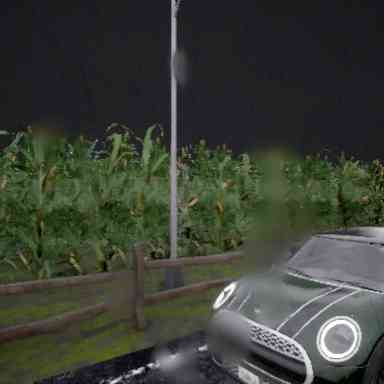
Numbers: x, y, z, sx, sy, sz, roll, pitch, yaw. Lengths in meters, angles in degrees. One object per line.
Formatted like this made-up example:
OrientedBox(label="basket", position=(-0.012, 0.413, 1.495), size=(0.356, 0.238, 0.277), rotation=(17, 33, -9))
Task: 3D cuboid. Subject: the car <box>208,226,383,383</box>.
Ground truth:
OrientedBox(label="car", position=(2.423, 1.349, 4.791), size=(4.553, 1.767, 2.097), rotation=(0, 0, -35))
